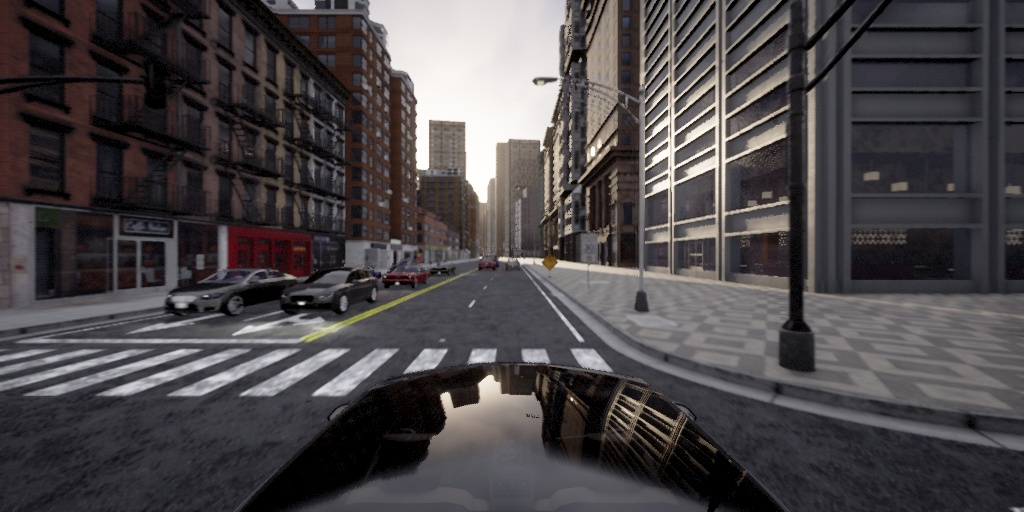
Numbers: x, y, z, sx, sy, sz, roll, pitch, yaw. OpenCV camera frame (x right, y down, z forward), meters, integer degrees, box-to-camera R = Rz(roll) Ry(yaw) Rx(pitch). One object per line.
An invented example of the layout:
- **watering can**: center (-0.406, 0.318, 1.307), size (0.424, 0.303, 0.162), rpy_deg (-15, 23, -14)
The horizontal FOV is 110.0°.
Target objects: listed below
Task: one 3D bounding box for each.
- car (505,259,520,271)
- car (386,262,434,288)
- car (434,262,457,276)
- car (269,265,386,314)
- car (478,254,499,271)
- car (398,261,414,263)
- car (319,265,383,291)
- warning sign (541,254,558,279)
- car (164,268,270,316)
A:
- **car**: center (0.095, 1.061, 46.125), size (2.128, 1.511, 4.902), rpy_deg (0, 0, 0)
- **car**: center (-6.600, 1.269, 22.846), size (1.895, 1.301, 4.718), rpy_deg (0, 0, 0)
- **car**: center (-6.596, 1.219, 34.648), size (1.895, 1.301, 4.718), rpy_deg (0, 0, -1)
- **car**: center (-6.613, 1.211, 13.584), size (1.837, 1.490, 4.892), rpy_deg (0, 0, -1)
- **car**: center (-3.160, 0.920, 46.497), size (2.097, 1.767, 4.553), rpy_deg (0, 0, 1)
- **car**: center (-9.841, 1.170, 33.468), size (2.033, 1.411, 5.357), rpy_deg (0, 0, 1)
- **car**: center (-9.859, 1.271, 22.403), size (1.895, 1.301, 4.718), rpy_deg (0, 0, 0)
- **warning sign**: center (2.847, 0.765, 27.019), size (1.300, 1.860, 1.060), rpy_deg (0, 0, 0)
- **car**: center (-9.851, 1.199, 13.133), size (2.128, 1.511, 4.902), rpy_deg (0, 0, 0)
